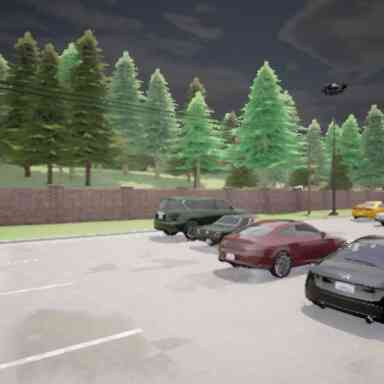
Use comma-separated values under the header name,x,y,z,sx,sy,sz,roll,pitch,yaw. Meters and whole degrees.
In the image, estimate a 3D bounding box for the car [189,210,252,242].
name,x,y,z,sx,sy,sz,roll,pitch,yaw
car,2.456,1.623,14.104,4.718,1.301,1.895,0,0,-35

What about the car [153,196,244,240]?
name,x,y,z,sx,sy,sz,roll,pitch,yaw
car,0.714,1.244,17.160,5.566,2.045,2.150,0,0,-35

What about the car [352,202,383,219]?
name,x,y,z,sx,sy,sz,roll,pitch,yaw
car,15.212,1.540,27.496,5.008,1.535,1.882,0,0,-35

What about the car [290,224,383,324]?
name,x,y,z,sx,sy,sz,roll,pitch,yaw
car,4.224,1.580,6.780,4.181,1.385,1.994,0,0,-35

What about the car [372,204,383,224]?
name,x,y,z,sx,sy,sz,roll,pitch,yaw
car,14.668,1.656,22.813,4.718,1.301,1.895,0,0,-35

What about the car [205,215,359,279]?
name,x,y,z,sx,sy,sz,roll,pitch,yaw
car,2.886,1.543,10.121,4.674,1.442,1.812,0,0,-35
